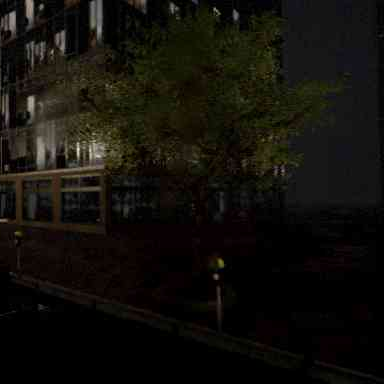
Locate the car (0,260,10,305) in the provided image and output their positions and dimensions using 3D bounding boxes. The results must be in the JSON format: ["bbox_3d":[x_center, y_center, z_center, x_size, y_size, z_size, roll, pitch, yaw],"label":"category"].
[{"bbox_3d":[-5.341,1.548,6.665,4.313,1.339,1.947,0,-1,36],"label":"car"}]
